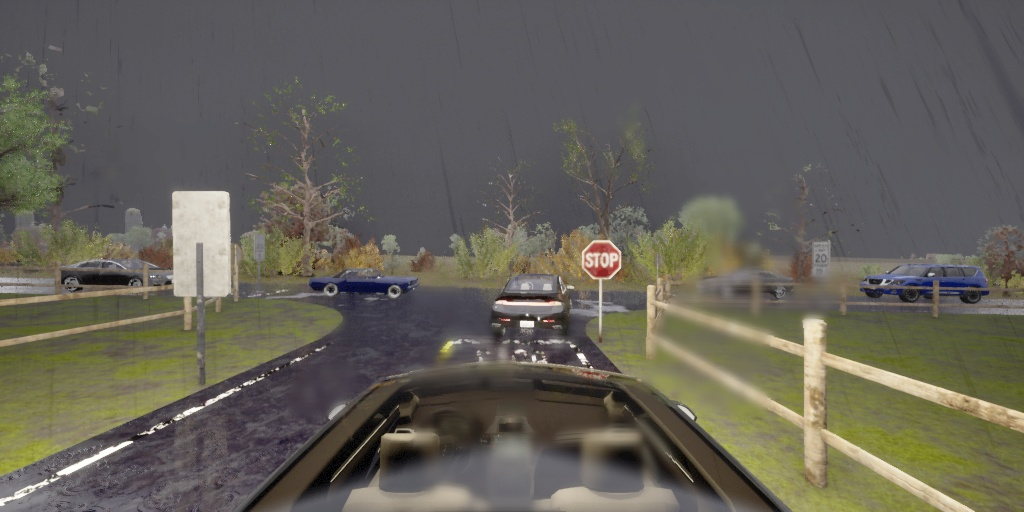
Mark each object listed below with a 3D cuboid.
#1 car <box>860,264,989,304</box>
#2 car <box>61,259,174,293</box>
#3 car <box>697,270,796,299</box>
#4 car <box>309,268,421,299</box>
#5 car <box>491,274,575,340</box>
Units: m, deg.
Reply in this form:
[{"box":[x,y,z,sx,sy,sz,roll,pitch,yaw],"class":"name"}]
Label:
[{"box":[22.894,1.466,19.998,5.566,2.045,2.150,1,1,0],"class":"car"},{"box":[-18.494,0.885,17.087,4.902,1.511,2.128,1,1,0],"class":"car"},{"box":[12.999,1.525,20.006,4.902,1.511,2.128,1,1,0],"class":"car"},{"box":[-6.826,1.248,17.074,4.718,1.301,1.895,1,1,0],"class":"car"},{"box":[0.704,1.240,10.044,2.128,1.511,4.902,0,0,9],"class":"car"}]
